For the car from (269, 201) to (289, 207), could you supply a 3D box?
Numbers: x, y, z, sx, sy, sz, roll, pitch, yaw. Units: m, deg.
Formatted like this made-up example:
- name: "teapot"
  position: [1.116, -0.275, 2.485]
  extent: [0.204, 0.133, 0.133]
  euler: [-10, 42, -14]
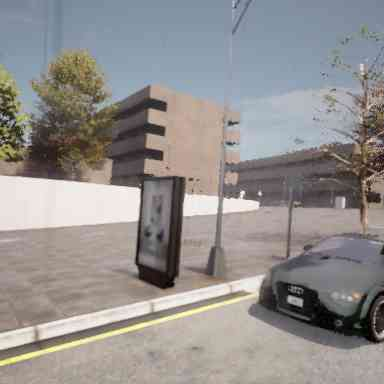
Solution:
- name: "car"
  position: [16.080, 2.336, 60.786]
  extent: [2.128, 1.511, 4.902]
  euler: [5, -5, -24]

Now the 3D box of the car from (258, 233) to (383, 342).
- name: "car"
  position: [3.249, 1.532, 6.443]
  extent: [4.181, 1.385, 1.994]
  euler: [0, 0, -36]
